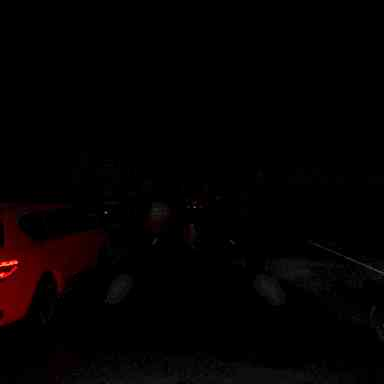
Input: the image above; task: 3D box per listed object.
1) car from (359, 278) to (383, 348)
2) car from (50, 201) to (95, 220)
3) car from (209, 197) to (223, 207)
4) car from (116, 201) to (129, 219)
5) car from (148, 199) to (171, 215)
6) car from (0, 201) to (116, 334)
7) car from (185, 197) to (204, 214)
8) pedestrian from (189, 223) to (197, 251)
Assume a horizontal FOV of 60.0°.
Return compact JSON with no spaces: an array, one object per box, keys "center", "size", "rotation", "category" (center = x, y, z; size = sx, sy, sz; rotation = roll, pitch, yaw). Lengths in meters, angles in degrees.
[{"center":[3.613,1.601,3.239],"size":[1.895,1.301,4.718],"rotation":[0,0,0],"category":"car"},{"center":[-10.275,1.547,29.104],"size":[2.033,1.411,5.357],"rotation":[0,0,0],"category":"car"},{"center":[3.809,1.478,52.204],"size":[1.882,1.535,5.008],"rotation":[0,-1,0],"category":"car"},{"center":[-6.778,1.477,28.738],"size":[1.882,1.535,5.008],"rotation":[0,0,0],"category":"car"},{"center":[-3.258,1.505,33.265],"size":[1.837,1.490,4.892],"rotation":[0,0,0],"category":"car"},{"center":[-3.376,1.219,6.879],"size":[2.150,2.045,5.566],"rotation":[0,0,0],"category":"car"},{"center":[0.254,1.547,35.249],"size":[2.033,1.411,5.357],"rotation":[0,0,0],"category":"car"},{"center":[0.098,1.674,12.489],"size":[0.500,1.100,0.500],"rotation":[0,0,0],"category":"pedestrian"}]
